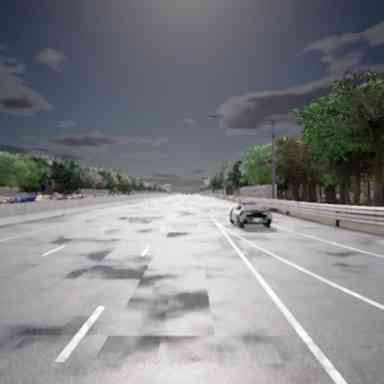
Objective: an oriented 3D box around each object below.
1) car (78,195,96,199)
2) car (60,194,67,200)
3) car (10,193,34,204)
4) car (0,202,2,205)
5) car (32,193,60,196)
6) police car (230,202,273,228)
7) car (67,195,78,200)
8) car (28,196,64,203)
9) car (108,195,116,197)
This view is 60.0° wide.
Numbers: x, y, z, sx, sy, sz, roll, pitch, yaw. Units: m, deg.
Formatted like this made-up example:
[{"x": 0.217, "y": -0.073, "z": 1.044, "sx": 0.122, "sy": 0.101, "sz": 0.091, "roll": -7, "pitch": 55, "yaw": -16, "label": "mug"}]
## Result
[{"x": -17.543, "y": 1.441, "z": 57.319, "sx": 1.812, "sy": 1.442, "sz": 4.674, "roll": 0, "pitch": 0, "yaw": 1, "label": "car"}, {"x": -28.002, "y": 1.218, "z": 71.043, "sx": 1.812, "sy": 1.442, "sz": 4.674, "roll": 0, "pitch": 0, "yaw": 0, "label": "car"}, {"x": -28.026, "y": 1.140, "z": 55.658, "sx": 2.150, "sy": 2.045, "sz": 5.566, "roll": 0, "pitch": 0, "yaw": 0, "label": "car"}, {"x": -24.587, "y": 1.468, "z": 39.555, "sx": 1.812, "sy": 1.442, "sz": 4.674, "roll": 0, "pitch": 0, "yaw": 0, "label": "car"}, {"x": -24.538, "y": 1.396, "z": 56.003, "sx": 1.882, "sy": 1.535, "sz": 5.008, "roll": 0, "pitch": 0, "yaw": 0, "label": "car"}, {"x": 3.744, "y": 1.468, "z": 22.125, "sx": 2.038, "sy": 1.542, "sz": 4.974, "roll": 0, "pitch": 0, "yaw": -3, "label": "police car"}, {"x": -24.502, "y": 1.375, "z": 71.365, "sx": 1.882, "sy": 1.535, "sz": 5.008, "roll": 0, "pitch": 0, "yaw": 0, "label": "car"}, {"x": -17.587, "y": 1.504, "z": 40.280, "sx": 1.994, "sy": 1.385, "sz": 4.181, "roll": 0, "pitch": 0, "yaw": 0, "label": "car"}, {"x": -17.502, "y": 1.431, "z": 72.640, "sx": 2.033, "sy": 1.411, "sz": 5.357, "roll": 0, "pitch": 0, "yaw": 0, "label": "car"}]
